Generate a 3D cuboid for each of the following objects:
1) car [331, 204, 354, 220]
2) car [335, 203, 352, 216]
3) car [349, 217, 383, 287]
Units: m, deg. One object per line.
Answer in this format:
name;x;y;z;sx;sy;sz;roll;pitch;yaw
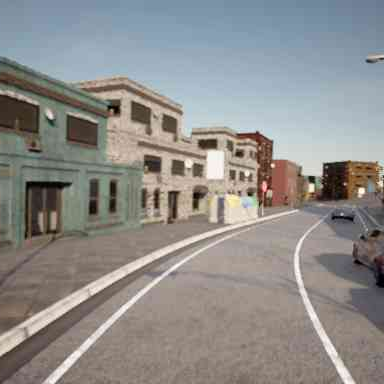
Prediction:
car;14.936;2.089;32.966;1.994;1.385;4.181;2;0;26
car;19.431;2.210;42.621;1.812;1.442;4.674;2;0;25
car;5.936;1.726;9.509;1.812;1.442;4.674;2;0;16
